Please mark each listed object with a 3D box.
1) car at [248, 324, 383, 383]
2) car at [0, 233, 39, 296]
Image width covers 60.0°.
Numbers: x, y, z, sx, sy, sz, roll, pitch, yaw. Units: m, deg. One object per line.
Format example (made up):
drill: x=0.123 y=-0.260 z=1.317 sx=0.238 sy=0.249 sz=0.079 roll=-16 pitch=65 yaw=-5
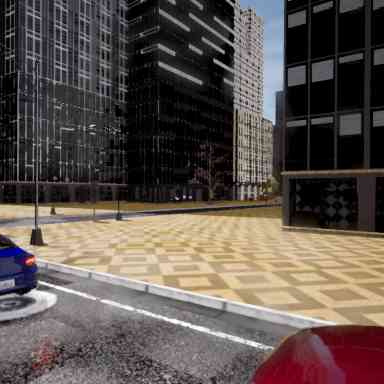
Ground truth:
car: x=2.351 y=1.564 z=2.000 sx=4.181 sy=1.385 sz=1.994 roll=0 pitch=0 yaw=35
car: x=-5.252 y=1.523 z=7.427 sx=4.674 sy=1.442 sz=1.812 roll=0 pitch=0 yaw=36
